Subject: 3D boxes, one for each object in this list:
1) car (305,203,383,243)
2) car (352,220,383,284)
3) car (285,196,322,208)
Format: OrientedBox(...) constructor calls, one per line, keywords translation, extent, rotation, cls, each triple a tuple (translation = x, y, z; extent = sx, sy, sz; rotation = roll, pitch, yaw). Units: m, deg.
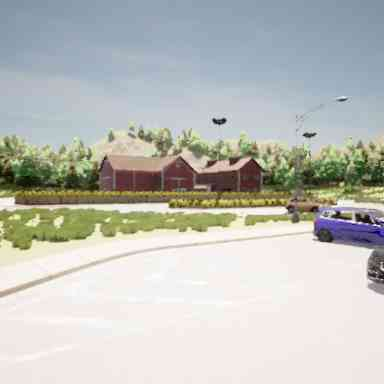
OrientedBox(translation=(7.620, 1.508, 14.349), extent=(2.242, 1.667, 4.611), rotation=(0, 0, -34), cls="car")
OrientedBox(translation=(6.344, 1.530, 8.430), extent=(4.892, 1.490, 1.837), rotation=(0, 0, -35), cls="car")
OrientedBox(translation=(11.610, 1.346, 33.222), extent=(1.932, 1.855, 4.605), rotation=(0, 0, -34), cls="car")
